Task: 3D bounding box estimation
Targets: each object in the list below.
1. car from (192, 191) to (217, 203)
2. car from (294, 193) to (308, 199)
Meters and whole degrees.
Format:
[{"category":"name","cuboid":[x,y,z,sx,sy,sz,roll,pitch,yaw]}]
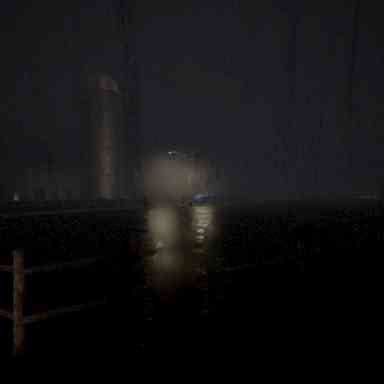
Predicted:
[{"category":"car","cuboid":[2.365,0.900,59.594,2.150,2.045,5.566,-1,0,38]},{"category":"car","cuboid":[28.336,0.969,85.917,2.033,1.411,5.357,-1,0,43]}]
